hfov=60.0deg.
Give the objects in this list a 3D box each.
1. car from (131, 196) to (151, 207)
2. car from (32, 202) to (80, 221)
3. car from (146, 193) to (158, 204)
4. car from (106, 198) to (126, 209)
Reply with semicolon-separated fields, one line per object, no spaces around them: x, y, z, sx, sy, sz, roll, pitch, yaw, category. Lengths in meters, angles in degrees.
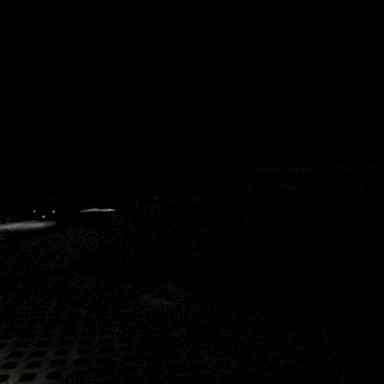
-7.133;1.550;44.524;1.994;1.385;4.181;0;0;0;car
-10.734;1.517;26.592;1.895;1.301;4.718;0;0;4;car
-7.992;1.261;66.395;2.150;2.045;5.566;0;0;-4;car
-10.072;1.526;44.355;1.994;1.385;4.181;0;0;0;car
